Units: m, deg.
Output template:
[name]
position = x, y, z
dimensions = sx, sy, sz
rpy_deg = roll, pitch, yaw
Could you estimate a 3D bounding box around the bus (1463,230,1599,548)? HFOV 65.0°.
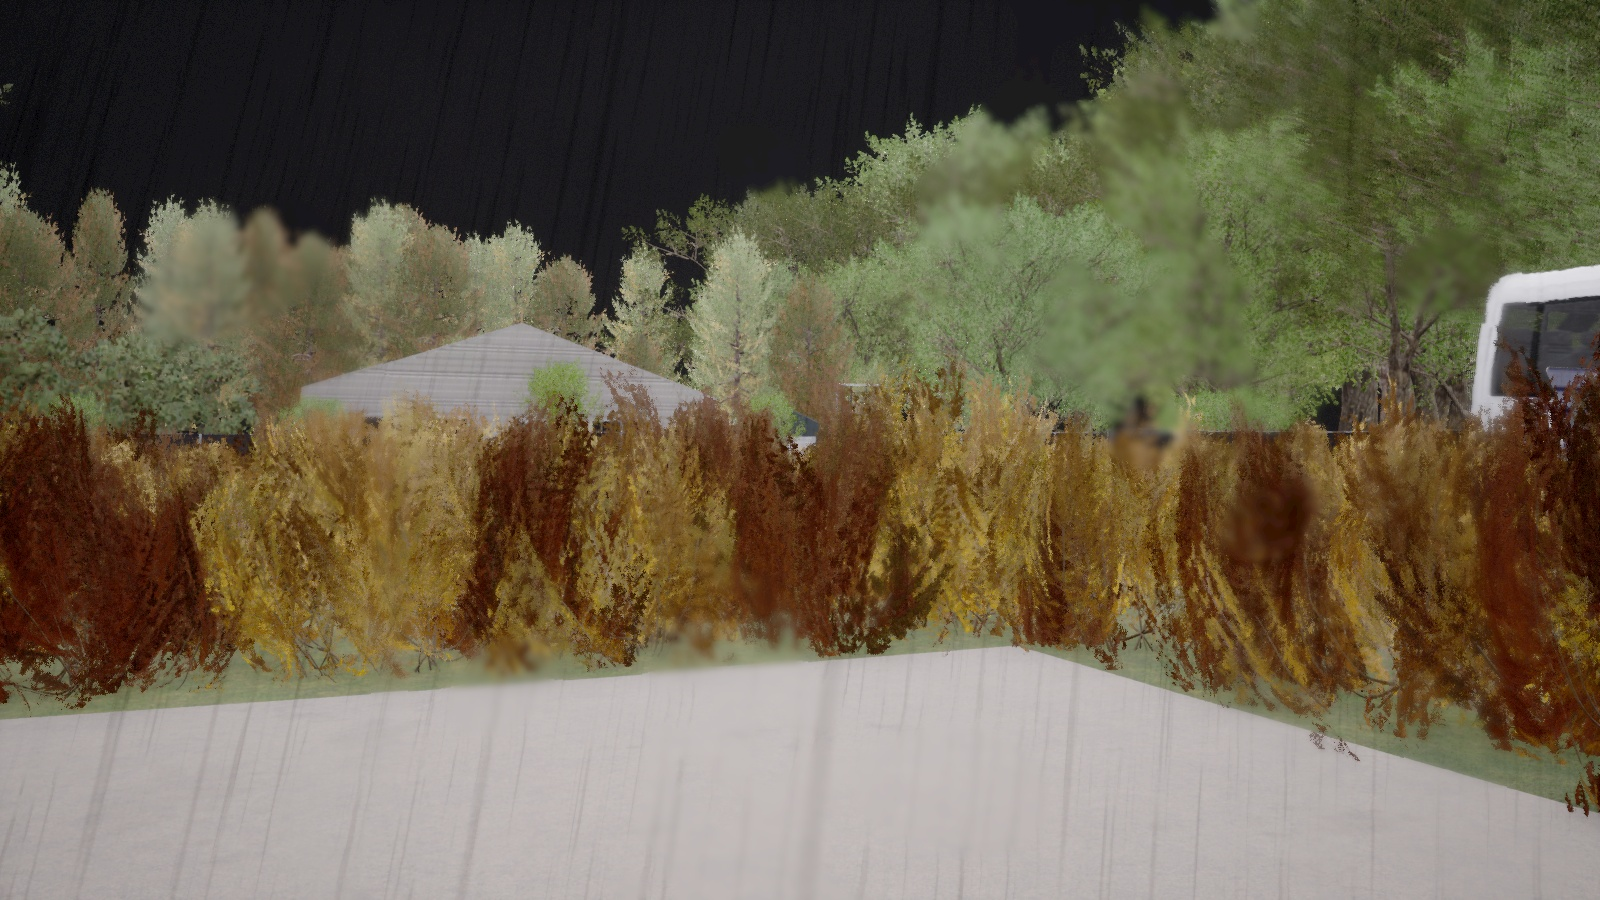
[bus]
position = 13.304, -0.774, 14.628
dimensions = 3.944, 4.253, 10.273
rpy_deg = -1, 2, -15
